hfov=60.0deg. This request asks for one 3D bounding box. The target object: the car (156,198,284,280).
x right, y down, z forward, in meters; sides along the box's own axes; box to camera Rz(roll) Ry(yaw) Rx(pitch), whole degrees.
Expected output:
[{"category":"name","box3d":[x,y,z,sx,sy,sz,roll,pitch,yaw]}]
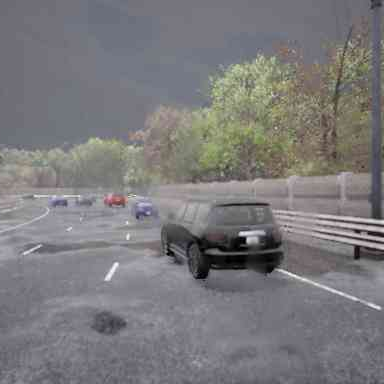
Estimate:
[{"category":"car","box3d":[0.604,1.203,10.188,2.150,2.045,5.566,0,0,-17]}]

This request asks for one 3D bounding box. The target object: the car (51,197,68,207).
[{"category":"car","box3d":[-19.557,1.419,48.922,1.882,1.535,5.008,0,0,-30]}]

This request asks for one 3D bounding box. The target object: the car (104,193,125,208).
[{"category":"car","box3d":[-11.133,1.156,47.634,2.150,2.045,5.566,0,0,-25]}]

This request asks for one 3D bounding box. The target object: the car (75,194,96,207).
[{"category":"car","box3d":[-16.475,1.440,50.580,1.837,1.490,4.892,0,0,-30]}]

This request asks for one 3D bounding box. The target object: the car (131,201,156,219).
[{"category":"car","box3d":[-4.070,1.486,28.441,1.812,1.442,4.674,0,0,-16]}]
